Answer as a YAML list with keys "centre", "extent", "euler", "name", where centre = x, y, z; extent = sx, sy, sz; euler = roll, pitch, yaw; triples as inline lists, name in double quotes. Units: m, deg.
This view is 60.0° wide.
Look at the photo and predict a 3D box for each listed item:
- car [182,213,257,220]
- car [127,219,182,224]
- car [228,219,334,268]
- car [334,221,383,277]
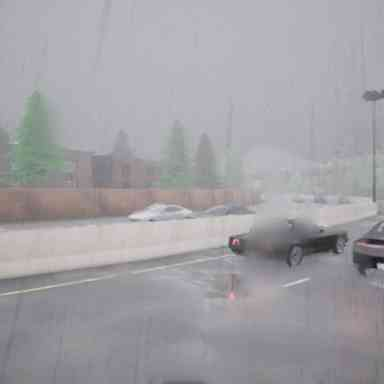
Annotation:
- centre: [1.959, 1.486, 19.752]
  extent: [4.892, 1.490, 1.837]
  euler: [0, 0, -44]
  name: "car"
- centre: [-1.867, 1.523, 20.922]
  extent: [4.674, 1.442, 1.812]
  euler: [0, 0, -44]
  name: "car"
- centre: [3.472, 1.580, 11.318]
  extent: [4.718, 1.301, 1.895]
  euler: [0, 0, -41]
  name: "car"
- centre: [6.127, 1.460, 9.067]
  extent: [4.902, 1.511, 2.128]
  euler: [0, 0, -42]
  name: "car"
